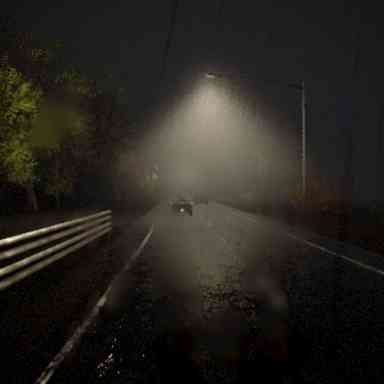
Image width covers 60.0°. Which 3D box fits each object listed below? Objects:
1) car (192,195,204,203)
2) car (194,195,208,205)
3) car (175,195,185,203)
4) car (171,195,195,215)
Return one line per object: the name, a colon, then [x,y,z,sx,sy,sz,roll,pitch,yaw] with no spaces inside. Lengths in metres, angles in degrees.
car: [1.105,1.219,62.924,2.033,1.411,5.357,0,0,-2]
car: [1.554,1.273,52.511,2.033,1.411,5.357,0,0,-2]
car: [-2.163,1.215,59.792,1.812,1.442,4.674,0,1,-2]
car: [-0.969,1.345,32.034,1.837,1.490,4.892,0,0,-2]
